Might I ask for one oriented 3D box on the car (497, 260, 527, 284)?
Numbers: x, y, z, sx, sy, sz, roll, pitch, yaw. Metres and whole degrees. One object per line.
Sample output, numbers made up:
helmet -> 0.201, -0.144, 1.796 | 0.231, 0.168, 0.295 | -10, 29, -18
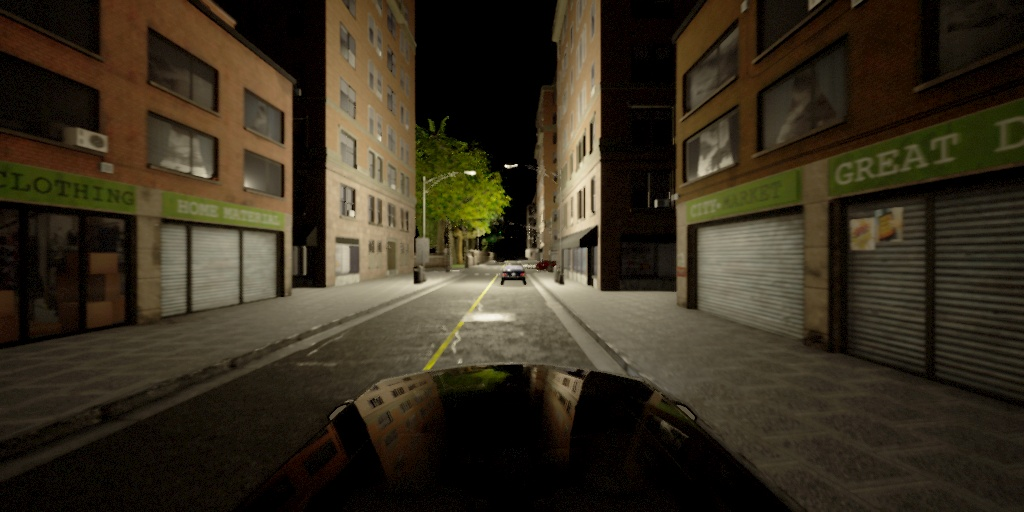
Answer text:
car -> 0.103, 1.266, 26.364 | 2.033, 1.411, 5.357 | 0, 0, 0

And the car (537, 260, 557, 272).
car -> 5.318, 1.228, 45.031 | 4.674, 1.442, 1.812 | 0, -2, -25
